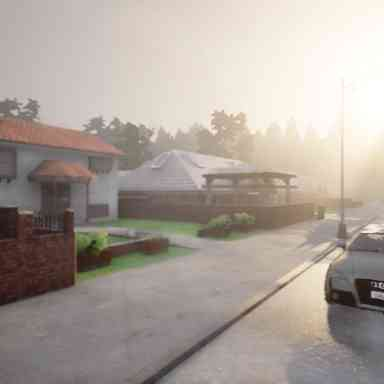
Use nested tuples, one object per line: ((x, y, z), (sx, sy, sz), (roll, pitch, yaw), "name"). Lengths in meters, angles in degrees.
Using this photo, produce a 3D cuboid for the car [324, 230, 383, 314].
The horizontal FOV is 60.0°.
((4.268, 1.560, 7.247), (1.994, 1.385, 4.181), (0, 0, 33), "car")
